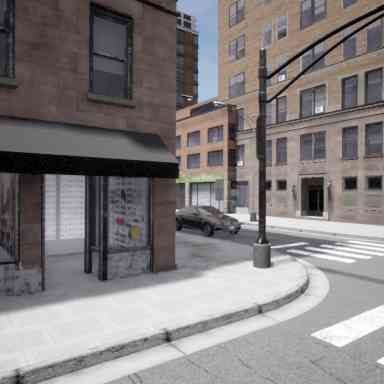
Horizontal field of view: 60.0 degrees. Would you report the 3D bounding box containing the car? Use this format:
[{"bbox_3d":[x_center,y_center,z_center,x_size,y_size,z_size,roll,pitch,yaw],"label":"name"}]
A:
[{"bbox_3d":[0.600,1.444,17.920,1.812,1.442,4.674,0,0,-34],"label":"car"}]
